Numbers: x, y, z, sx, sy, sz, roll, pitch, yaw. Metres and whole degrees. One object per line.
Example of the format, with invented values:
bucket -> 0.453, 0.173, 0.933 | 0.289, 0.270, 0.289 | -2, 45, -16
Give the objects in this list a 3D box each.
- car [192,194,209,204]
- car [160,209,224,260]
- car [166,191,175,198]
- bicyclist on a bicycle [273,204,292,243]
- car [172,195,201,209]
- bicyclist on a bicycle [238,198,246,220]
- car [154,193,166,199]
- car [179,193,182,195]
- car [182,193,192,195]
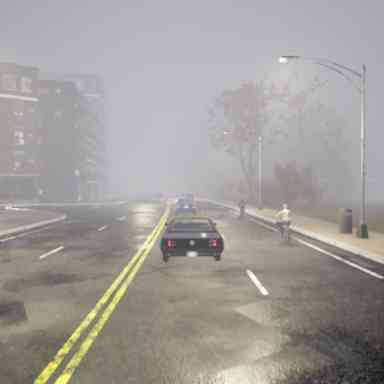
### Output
car -> 1.373, 1.160, 51.074 | 1.895, 1.301, 4.718 | 0, 1, -4
car -> -0.036, 1.501, 11.898 | 1.895, 1.301, 4.718 | 0, 0, -1
car -> -5.432, 0.597, 85.670 | 2.097, 1.767, 4.553 | 0, 1, -7
bicyclist on a bicycle -> 3.983, 1.315, 14.397 | 0.866, 1.612, 1.509 | 0, 1, -1
car -> -0.621, 1.289, 30.408 | 2.033, 1.411, 5.357 | 0, 0, -3
bicyclist on a bicycle -> 3.666, 1.245, 24.339 | 0.582, 1.620, 1.656 | 0, 0, -2
car -> -7.576, 0.859, 76.213 | 1.812, 1.442, 4.674 | 0, 1, -6
car -> -2.314, 0.824, 86.939 | 1.895, 1.301, 4.718 | 0, 1, -7
car -> -0.569, 0.894, 71.915 | 1.812, 1.442, 4.674 | 0, 1, -6
